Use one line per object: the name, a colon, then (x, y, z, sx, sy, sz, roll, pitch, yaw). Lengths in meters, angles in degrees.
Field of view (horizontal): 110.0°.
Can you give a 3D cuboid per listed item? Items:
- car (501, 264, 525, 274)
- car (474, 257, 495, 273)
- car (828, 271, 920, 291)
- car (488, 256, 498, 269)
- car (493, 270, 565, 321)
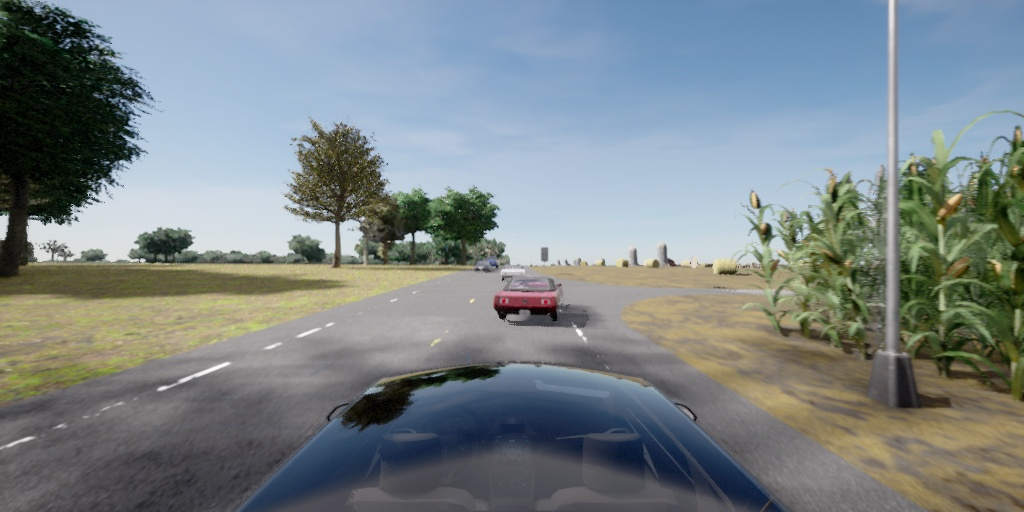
car: (0.105, 1.320, 29.274, 1.895, 1.301, 4.718, 0, 0, 0)
car: (-3.577, 1.253, 44.148, 2.128, 1.511, 4.902, 0, 0, 0)
car: (24.400, 1.732, 24.074, 5.357, 1.411, 2.033, 1, -2, 0)
car: (-3.522, 1.082, 61.587, 2.150, 2.045, 5.566, 0, 0, 1)
car: (0.781, 1.328, 12.456, 1.895, 1.301, 4.718, 0, 0, 11)
